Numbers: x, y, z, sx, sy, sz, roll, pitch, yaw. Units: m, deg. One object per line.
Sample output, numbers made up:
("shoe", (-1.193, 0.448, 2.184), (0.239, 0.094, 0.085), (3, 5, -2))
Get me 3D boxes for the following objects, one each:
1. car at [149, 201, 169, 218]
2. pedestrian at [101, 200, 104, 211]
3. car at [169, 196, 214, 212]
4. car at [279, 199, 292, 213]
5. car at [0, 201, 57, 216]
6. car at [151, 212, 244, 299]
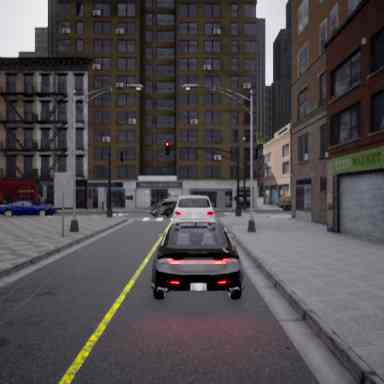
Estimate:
("car", (-1.782, 1.498, 29.895), (1.837, 1.490, 4.892), (-3, -2, 37))
("pedestrian", (-10.156, 1.497, 37.932), (0.375, 1.300, 0.375), (0, 0, -1))
("car", (0.100, 1.215, 18.861), (2.150, 2.045, 5.566), (0, 0, 0))
("car", (12.063, 1.090, 35.177), (5.566, 2.045, 2.150), (-1, 0, -1))
("car", (-15.472, 1.577, 31.624), (5.008, 1.535, 1.882), (0, 0, -2))
("car", (0.101, 1.490, 8.407), (2.128, 1.511, 4.902), (0, 0, 0))
